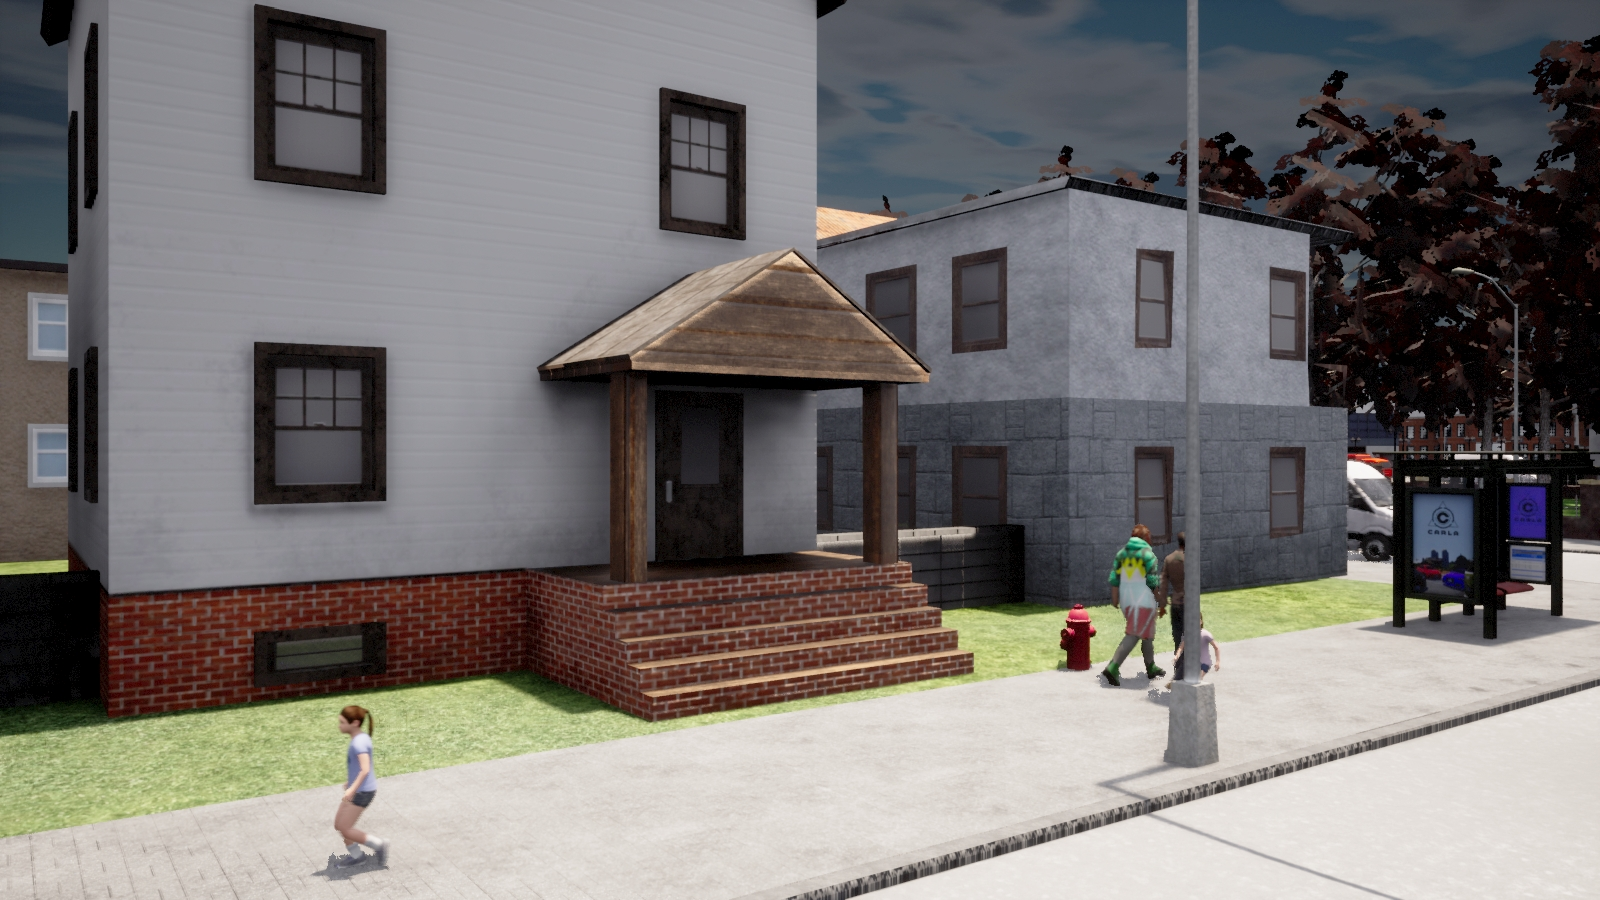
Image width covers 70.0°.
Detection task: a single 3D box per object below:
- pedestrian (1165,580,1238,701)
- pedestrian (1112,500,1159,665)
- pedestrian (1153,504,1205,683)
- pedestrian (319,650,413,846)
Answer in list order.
[{"bbox_3d":[4.042,1.902,11.511,0.500,1.100,0.500,0,0,-34],"label":"pedestrian"},{"bbox_3d":[3.893,1.518,13.268,0.375,1.860,0.375,0,0,-31],"label":"pedestrian"},{"bbox_3d":[4.071,1.525,12.281,0.375,1.860,0.375,0,0,-29],"label":"pedestrian"},{"bbox_3d":[-2.821,1.904,7.415,0.500,1.100,0.500,0,0,-29],"label":"pedestrian"}]
